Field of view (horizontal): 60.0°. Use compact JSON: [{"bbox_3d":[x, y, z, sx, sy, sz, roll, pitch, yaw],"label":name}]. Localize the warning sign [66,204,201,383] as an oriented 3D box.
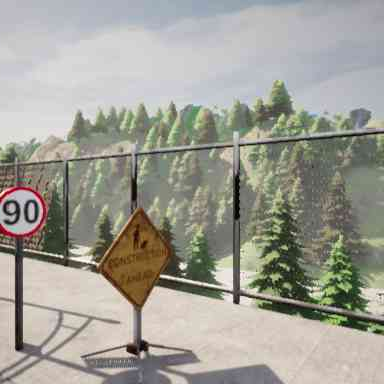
[{"bbox_3d":[-0.685,1.112,4.174,1.060,1.860,1.300,0,0,35],"label":"warning sign"}]
